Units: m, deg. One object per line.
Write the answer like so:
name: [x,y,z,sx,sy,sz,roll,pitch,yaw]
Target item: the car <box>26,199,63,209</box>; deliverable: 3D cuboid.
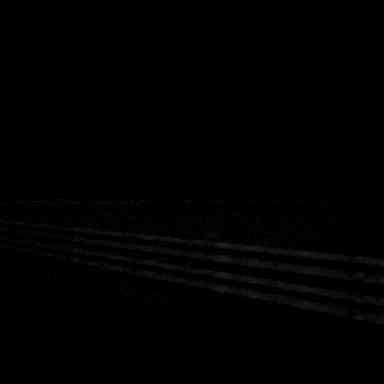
car: [-22.168,1.771,50.104,5.357,1.411,2.033,0,0,10]
